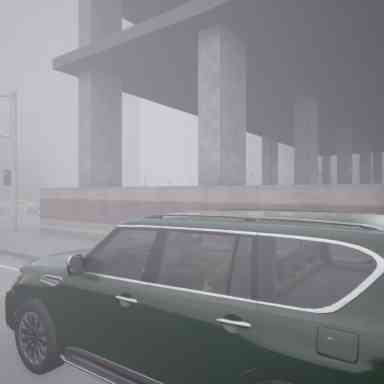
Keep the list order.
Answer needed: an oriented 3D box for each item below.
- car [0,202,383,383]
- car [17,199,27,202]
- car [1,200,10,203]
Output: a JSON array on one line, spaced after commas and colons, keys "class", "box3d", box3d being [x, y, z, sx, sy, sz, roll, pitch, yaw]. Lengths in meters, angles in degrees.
[{"class": "car", "box3d": [0.066, 1.221, 3.937, 5.566, 2.045, 2.150, 0, 0, 36]}, {"class": "car", "box3d": [-14.331, 1.547, 33.461, 2.128, 1.511, 4.902, 0, 0, 36]}, {"class": "car", "box3d": [-18.380, 1.533, 33.815, 1.882, 1.535, 5.008, 0, 0, 36]}]
